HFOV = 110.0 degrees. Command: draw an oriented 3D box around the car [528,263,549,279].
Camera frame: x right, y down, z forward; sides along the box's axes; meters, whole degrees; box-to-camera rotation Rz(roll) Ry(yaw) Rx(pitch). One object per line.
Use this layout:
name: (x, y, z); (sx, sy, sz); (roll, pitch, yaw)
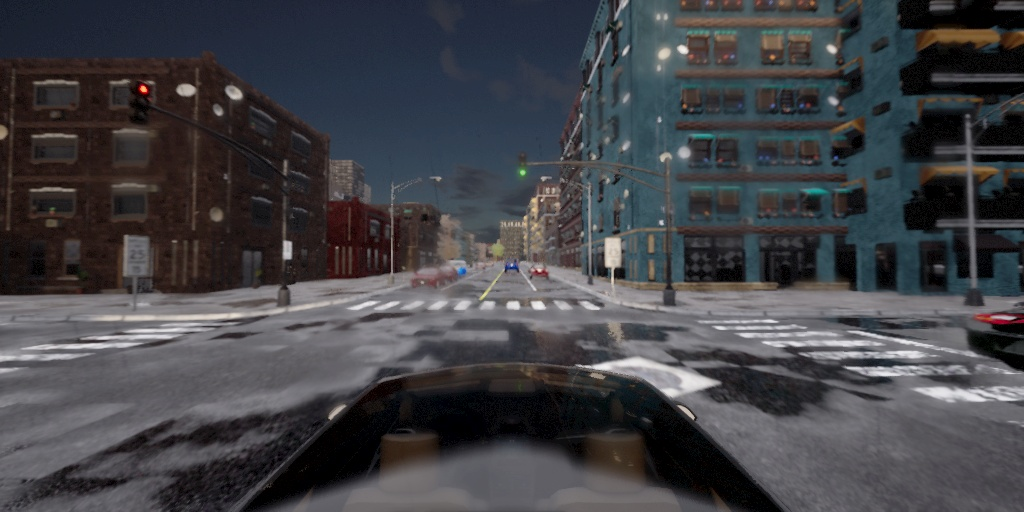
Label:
car: (2.684, 1.468, 36.772); (1.967, 1.591, 4.097); (0, 0, 0)

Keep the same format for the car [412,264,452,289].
car: (-5.771, 1.482, 25.341); (1.888, 1.381, 4.507); (0, 0, 0)

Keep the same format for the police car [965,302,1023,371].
police car: (10.137, 1.157, 5.199); (4.974, 1.542, 2.038); (-1, -2, 0)

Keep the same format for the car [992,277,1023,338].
car: (14.672, 1.226, 8.261); (4.674, 1.442, 1.812); (0, -2, 1)

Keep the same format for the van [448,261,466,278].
van: (-5.696, 1.367, 36.710); (1.690, 1.789, 3.998); (0, 0, 0)

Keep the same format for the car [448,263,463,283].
car: (-5.696, 1.527, 31.022); (1.888, 1.381, 4.507); (0, 0, 0)

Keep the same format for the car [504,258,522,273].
car: (-0.009, 1.376, 52.633); (2.150, 2.045, 5.566); (0, 0, 0)

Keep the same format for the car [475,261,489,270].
car: (-5.702, 1.836, 65.142); (1.802, 1.307, 4.207); (0, 0, 0)
